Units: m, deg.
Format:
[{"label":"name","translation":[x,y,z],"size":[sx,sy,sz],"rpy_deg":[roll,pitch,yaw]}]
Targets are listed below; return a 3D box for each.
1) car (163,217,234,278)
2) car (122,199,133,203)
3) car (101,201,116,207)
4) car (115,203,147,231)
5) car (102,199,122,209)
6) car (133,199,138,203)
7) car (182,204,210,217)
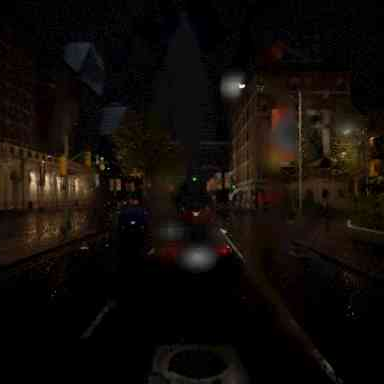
[{"label":"car","translation":[0.181,1.703,10.617],"size":[1.994,1.385,4.181],"rpy_deg":[0,-1,0]},{"label":"car","translation":[-14.457,2.252,69.878],"size":[2.097,1.767,4.553],"rpy_deg":[0,-1,0]},{"label":"car","translation":[-17.699,2.503,70.811],"size":[1.895,1.301,4.718],"rpy_deg":[0,-1,0]},{"label":"car","translation":[-4.158,1.774,23.010],"size":[1.882,1.535,5.008],"rpy_deg":[1,-1,-12]},{"label":"car","translation":[-14.552,2.275,60.032],"size":[1.837,1.490,4.892],"rpy_deg":[0,-1,1]},{"label":"car","translation":[-14.376,2.385,80.137],"size":[2.097,1.767,4.553],"rpy_deg":[0,-1,0]},{"label":"car","translation":[0.295,1.688,25.890],"size":[2.097,1.767,4.553],"rpy_deg":[0,-1,0]}]
